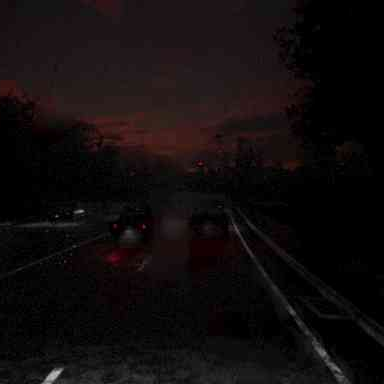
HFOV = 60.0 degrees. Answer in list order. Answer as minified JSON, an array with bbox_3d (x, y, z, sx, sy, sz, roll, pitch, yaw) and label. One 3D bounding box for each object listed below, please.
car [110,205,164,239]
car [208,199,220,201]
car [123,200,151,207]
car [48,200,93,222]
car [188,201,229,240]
[{"bbox_3d":[-2.658,1.578,17.263,1.895,1.301,4.718,0,0,4],"label":"car"},{"bbox_3d":[2.249,1.448,34.441,2.033,1.411,5.357,0,0,5],"label":"car"},{"bbox_3d":[-5.204,1.455,31.714,2.033,1.411,5.357,0,0,5],"label":"car"},{"bbox_3d":[-9.247,1.440,25.617,1.837,1.490,4.892,0,0,5],"label":"car"},{"bbox_3d":[0.848,1.461,17.081,1.882,1.535,5.008,0,0,4],"label":"car"}]
